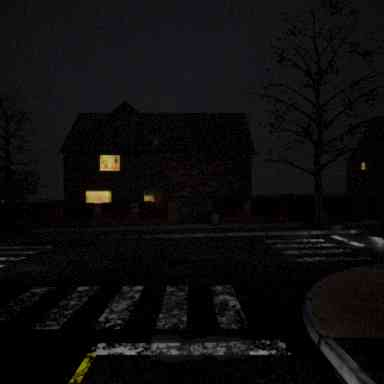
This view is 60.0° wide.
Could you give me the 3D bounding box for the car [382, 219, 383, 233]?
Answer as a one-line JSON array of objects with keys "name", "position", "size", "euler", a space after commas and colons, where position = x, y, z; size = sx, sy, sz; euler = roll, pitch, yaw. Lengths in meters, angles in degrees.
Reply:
[{"name": "car", "position": [10.553, 1.029, 13.978], "size": [4.553, 1.767, 2.097], "euler": [-1, 1, -1]}]
